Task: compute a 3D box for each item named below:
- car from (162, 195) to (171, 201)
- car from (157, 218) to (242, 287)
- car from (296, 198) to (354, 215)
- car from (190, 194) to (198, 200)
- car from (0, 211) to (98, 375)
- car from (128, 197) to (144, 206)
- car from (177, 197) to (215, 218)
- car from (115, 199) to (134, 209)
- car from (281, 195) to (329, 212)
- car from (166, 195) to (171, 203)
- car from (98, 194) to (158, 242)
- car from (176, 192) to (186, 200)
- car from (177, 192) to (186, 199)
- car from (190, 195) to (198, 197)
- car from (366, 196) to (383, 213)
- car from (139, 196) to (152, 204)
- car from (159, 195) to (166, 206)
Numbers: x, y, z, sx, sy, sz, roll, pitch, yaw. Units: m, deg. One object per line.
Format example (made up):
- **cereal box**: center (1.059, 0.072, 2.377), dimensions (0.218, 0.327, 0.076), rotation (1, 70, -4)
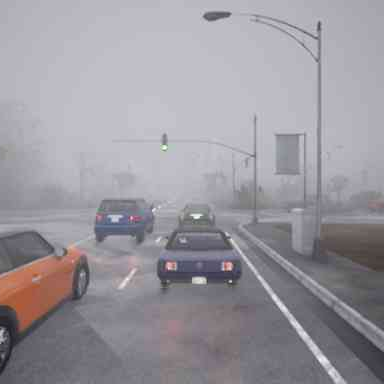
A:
- **car**: center (-6.210, 1.460, 82.416), dimensions (1.837, 1.490, 4.892), rotation (0, 1, 0)
- **car**: center (0.176, 1.642, 9.448), dimensions (1.895, 1.301, 4.718), rotation (0, 0, 0)
- **car**: center (14.198, 1.653, 35.104), dimensions (5.357, 1.411, 2.033), rotation (0, 0, -3)
- **car**: center (0.512, 1.388, 91.912), dimensions (1.994, 1.385, 4.181), rotation (0, 1, -4)
- **car**: center (-3.346, 1.378, 5.588), dimensions (2.097, 1.767, 4.553), rotation (0, 0, 0)
- **car**: center (-9.974, 1.636, 59.606), dimensions (1.882, 1.535, 5.008), rotation (0, 0, 1)
- **car**: center (0.282, 1.420, 20.454), dimensions (2.097, 1.767, 4.553), rotation (0, 0, 1)
- **car**: center (-10.103, 1.741, 50.243), dimensions (1.895, 1.301, 4.718), rotation (0, 0, 1)
- **car**: center (13.286, 1.336, 38.565), dimensions (5.566, 2.045, 2.150), rotation (0, 0, -3)
- **car**: center (-6.302, 1.650, 70.743), dimensions (2.128, 1.511, 4.902), rotation (0, 0, 1)
- **car**: center (-3.256, 1.284, 16.889), dimensions (2.150, 2.045, 5.566), rotation (0, 0, 1)
- **car**: center (-2.986, 0.970, 91.729), dimensions (2.150, 2.045, 5.566), rotation (0, 1, -8)
- **car**: center (-2.705, 1.528, 81.588), dimensions (2.128, 1.511, 4.902), rotation (0, 1, 0)
- **car**: center (0.797, 1.536, 81.488), dimensions (2.128, 1.511, 4.902), rotation (0, 1, 0)
- **car**: center (23.536, 1.338, 39.040), dimensions (5.566, 2.045, 2.150), rotation (0, 0, -3)
- **car**: center (-9.808, 1.669, 70.198), dimensions (2.033, 1.411, 5.357), rotation (0, 0, 1)
- **car**: center (-6.457, 1.637, 60.647), dimensions (1.882, 1.535, 5.008), rotation (0, 0, 1)
